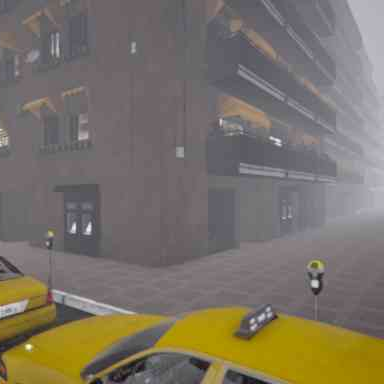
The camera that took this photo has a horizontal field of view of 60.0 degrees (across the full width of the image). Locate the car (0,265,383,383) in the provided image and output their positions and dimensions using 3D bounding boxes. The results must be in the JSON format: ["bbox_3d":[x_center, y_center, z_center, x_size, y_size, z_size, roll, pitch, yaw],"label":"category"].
[{"bbox_3d":[0.253,1.532,2.545,4.829,1.417,1.752,0,-1,36],"label":"car"}]

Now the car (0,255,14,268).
[{"bbox_3d":[-4.333,1.564,5.828,4.829,1.417,1.752,0,-1,36],"label":"car"}]
